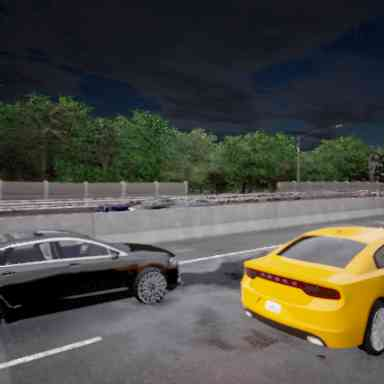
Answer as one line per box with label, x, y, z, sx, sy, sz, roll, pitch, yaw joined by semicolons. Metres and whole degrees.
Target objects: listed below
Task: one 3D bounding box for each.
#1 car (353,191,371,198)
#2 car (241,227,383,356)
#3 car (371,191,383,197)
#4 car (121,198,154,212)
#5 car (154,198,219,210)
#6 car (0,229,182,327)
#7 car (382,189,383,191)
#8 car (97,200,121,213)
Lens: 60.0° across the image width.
car;28.116;0.454;54.271;4.181;1.385;1.994;-1;1;-35
car;3.115;1.371;5.993;5.008;1.535;1.882;-1;1;-36
car;22.515;0.773;37.379;4.718;1.301;1.895;-2;1;-35
car;-2.934;1.232;27.745;4.902;1.511;2.128;-1;1;-36
car;-0.058;1.212;25.501;4.902;1.511;2.128;-1;1;-36
car;-2.495;1.464;6.274;4.902;1.511;2.128;-1;1;-36
car;30.582;0.235;51.743;4.553;1.767;2.097;-1;1;-35
car;-6.040;1.367;29.825;4.718;1.301;1.895;-1;1;-36
